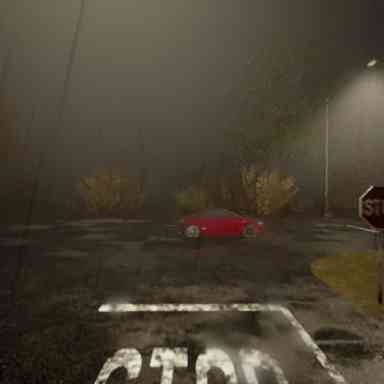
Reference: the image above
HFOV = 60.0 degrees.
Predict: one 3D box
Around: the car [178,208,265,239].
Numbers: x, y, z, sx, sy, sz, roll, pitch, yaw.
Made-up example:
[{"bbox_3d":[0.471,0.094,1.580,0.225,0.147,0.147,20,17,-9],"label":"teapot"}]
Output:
[{"bbox_3d":[1.421,1.503,16.334,4.181,1.385,1.994,0,0,-1],"label":"car"}]
